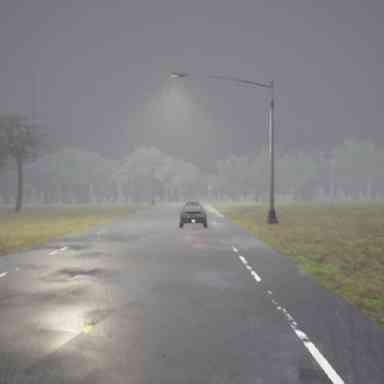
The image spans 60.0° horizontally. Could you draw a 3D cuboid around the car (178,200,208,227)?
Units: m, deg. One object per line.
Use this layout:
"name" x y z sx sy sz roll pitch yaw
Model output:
"car" 0.092 1.628 24.019 1.837 1.490 4.892 0 0 0
